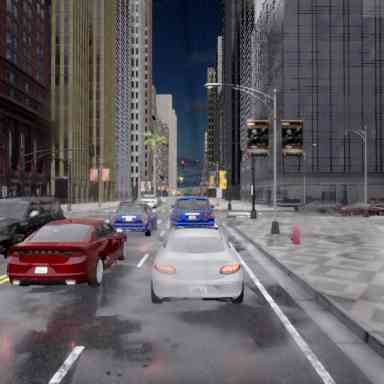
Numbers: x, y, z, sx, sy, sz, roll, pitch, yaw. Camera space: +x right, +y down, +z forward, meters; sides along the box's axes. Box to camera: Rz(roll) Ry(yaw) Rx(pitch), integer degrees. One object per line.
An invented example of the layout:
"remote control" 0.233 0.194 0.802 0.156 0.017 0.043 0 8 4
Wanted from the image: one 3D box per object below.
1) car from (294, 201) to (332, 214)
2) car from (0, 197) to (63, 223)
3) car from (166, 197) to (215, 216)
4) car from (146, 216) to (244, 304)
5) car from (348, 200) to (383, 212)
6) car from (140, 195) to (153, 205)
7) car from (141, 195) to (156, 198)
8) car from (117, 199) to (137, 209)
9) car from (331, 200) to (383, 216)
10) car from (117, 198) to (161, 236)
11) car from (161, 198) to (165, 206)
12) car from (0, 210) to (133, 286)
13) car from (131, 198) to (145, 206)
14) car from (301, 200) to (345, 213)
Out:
"car" 13.227 1.635 35.891 4.181 1.385 1.994 0 -1 -1
"car" -6.627 1.239 12.494 2.150 2.045 5.566 0 0 0
"car" 0.040 1.257 17.762 2.150 2.045 5.566 0 0 1
"car" 0.105 1.534 8.060 1.812 1.442 4.674 0 0 0
"car" 20.856 1.643 38.757 4.313 1.339 1.947 0 0 -1
"car" -9.692 1.609 71.401 2.150 2.045 5.566 0 0 0
"car" -6.558 1.453 50.959 2.150 2.045 5.566 0 0 0
"car" -9.806 1.778 50.918 2.033 1.411 5.357 0 0 0
"car" 15.339 1.577 30.151 4.206 1.307 1.802 0 0 -1
"car" -3.135 1.391 18.659 2.097 1.767 4.553 0 0 0
"car" -6.521 1.805 60.671 1.837 1.490 4.892 0 0 1
"car" -3.144 1.489 9.432 1.882 1.535 5.008 0 0 0
"car" -9.769 1.827 60.827 1.812 1.442 4.674 0 0 1
"car" 15.216 1.663 38.674 4.313 1.339 1.947 0 0 -1
